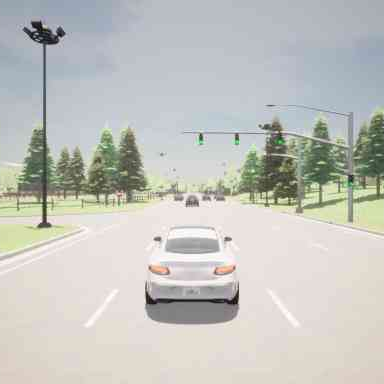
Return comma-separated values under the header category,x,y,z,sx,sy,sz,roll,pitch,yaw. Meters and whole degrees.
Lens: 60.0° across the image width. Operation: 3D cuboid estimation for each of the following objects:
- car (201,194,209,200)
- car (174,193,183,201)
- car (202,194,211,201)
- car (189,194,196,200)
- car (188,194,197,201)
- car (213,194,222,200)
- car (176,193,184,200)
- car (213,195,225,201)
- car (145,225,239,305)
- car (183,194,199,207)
category,x,y,z,sx,sy,sz,roll,pitch,yaw
car,3.612,1.372,92.907,2.033,1.411,5.357,0,0,0
car,-3.400,1.544,82.879,1.994,1.385,4.181,0,0,0
car,3.600,1.348,82.874,2.097,1.767,4.553,0,0,0
car,0.112,1.332,92.911,1.837,1.490,4.892,0,0,0
car,0.100,1.348,82.878,2.097,1.767,4.553,0,0,0
car,7.112,1.385,92.903,1.994,1.385,4.181,0,0,0
car,-3.388,1.188,92.885,2.097,1.767,4.553,0,0,0
car,7.099,1.517,82.483,2.128,1.511,4.902,0,0,0
car,0.016,1.526,7.975,1.812,1.442,4.674,0,0,0
car,0.062,1.352,51.848,2.097,1.767,4.553,0,0,0
